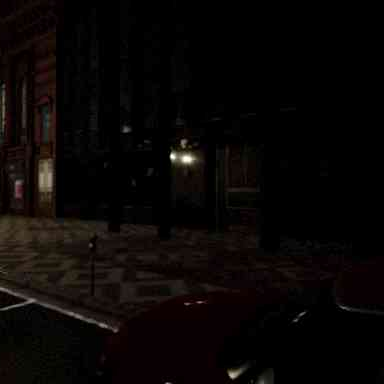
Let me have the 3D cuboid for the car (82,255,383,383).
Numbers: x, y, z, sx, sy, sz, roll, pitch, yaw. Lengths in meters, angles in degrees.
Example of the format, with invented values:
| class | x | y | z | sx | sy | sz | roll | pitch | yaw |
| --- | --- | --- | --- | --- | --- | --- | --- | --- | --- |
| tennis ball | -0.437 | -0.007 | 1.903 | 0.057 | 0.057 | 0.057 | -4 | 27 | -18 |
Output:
| class | x | y | z | sx | sy | sz | roll | pitch | yaw |
| --- | --- | --- | --- | --- | --- | --- | --- | --- | --- |
| car | 1.539 | 1.317 | 1.863 | 5.009 | 1.841 | 2.192 | 0 | 0 | 36 |
